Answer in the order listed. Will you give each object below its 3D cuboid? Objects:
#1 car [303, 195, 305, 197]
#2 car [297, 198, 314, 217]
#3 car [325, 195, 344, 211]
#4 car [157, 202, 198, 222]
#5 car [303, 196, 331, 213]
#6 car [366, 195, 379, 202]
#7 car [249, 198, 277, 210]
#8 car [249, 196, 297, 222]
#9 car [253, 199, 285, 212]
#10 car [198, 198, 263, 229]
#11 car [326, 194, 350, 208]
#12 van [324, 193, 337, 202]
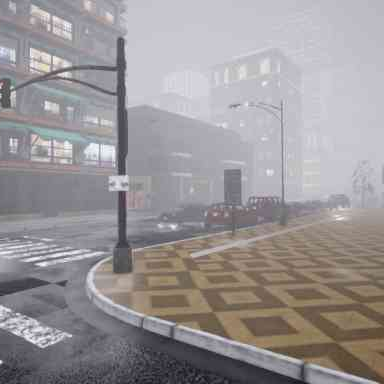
[{"bbox_3d":[22.608,1.439,61.295,1.752,1.417,4.829,-1,0,36],"label":"car"},{"bbox_3d":[9.142,1.470,29.742,1.802,1.307,4.206,-1,0,36],"label":"car"},{"bbox_3d":[15.779,1.415,38.747,2.008,1.369,4.403,-1,0,36],"label":"car"},{"bbox_3d":[-0.328,1.522,26.023,2.033,1.411,5.357,-1,0,36],"label":"car"},{"bbox_3d":[12.460,1.421,34.245,1.887,1.381,4.507,-1,0,36],"label":"car"},{"bbox_3d":[35.689,1.333,65.761,1.887,1.381,4.507,-1,0,36],"label":"car"},{"bbox_3d":[9.335,1.489,43.285,1.752,1.417,4.829,-1,0,36],"label":"car"},{"bbox_3d":[5.821,1.215,25.241,2.192,1.841,5.009,-1,0,36],"label":"car"},{"bbox_3d":[9.089,1.541,38.772,1.895,1.301,4.718,-1,0,37],"label":"car"},{"bbox_3d":[2.504,1.352,20.739,1.967,1.590,4.097,-1,0,36],"label":"car"},{"bbox_3d":[19.095,1.167,43.251,2.192,1.841,5.009,-1,0,36],"label":"car"},{"bbox_3d":[29.344,1.229,70.437,1.690,1.788,3.998,-1,0,36],"label":"van"}]
